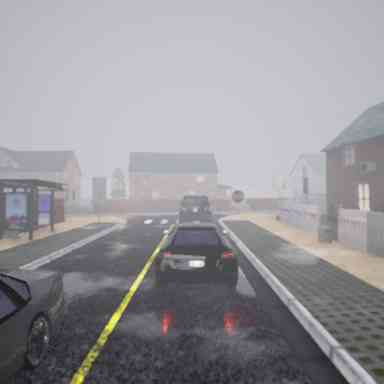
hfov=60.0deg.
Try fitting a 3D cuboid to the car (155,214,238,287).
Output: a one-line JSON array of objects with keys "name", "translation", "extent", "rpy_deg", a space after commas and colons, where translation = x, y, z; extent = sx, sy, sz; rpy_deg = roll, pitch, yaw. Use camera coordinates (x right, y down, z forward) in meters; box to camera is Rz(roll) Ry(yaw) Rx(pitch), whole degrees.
[{"name": "car", "translation": [0.119, 1.546, 9.332], "extent": [1.994, 1.385, 4.181], "rpy_deg": [0, 0, 0]}]

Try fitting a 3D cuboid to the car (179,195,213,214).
[{"name": "car", "translation": [0.280, 1.186, 22.921], "extent": [2.150, 2.045, 5.566], "rpy_deg": [0, 0, 2]}]

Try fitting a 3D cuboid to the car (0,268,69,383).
[{"name": "car", "translation": [-2.843, 1.540, 2.918], "extent": [2.033, 1.411, 5.357], "rpy_deg": [0, 0, 0]}]
